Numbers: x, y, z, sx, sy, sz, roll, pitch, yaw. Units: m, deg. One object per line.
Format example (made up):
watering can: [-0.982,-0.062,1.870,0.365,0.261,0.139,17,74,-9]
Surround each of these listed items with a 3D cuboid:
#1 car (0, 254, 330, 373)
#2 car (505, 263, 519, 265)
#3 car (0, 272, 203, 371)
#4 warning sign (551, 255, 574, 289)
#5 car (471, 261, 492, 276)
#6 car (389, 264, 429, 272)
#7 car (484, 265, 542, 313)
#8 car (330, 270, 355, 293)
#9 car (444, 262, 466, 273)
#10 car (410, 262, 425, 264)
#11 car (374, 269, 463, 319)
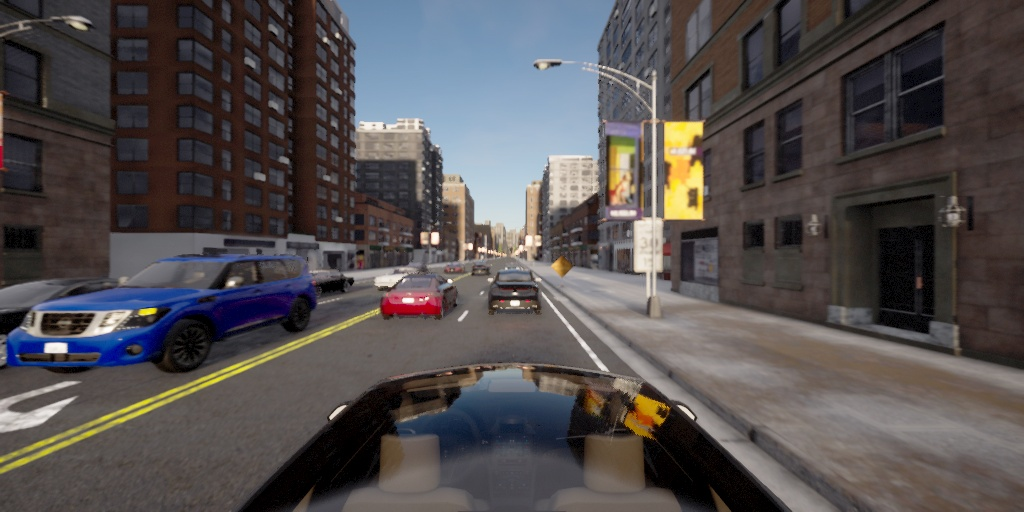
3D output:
car: [-6.589,0.975,7.929,2.150,2.045,5.566,0,0,0]
car: [0.007,1.383,39.284,1.895,1.301,4.718,0,0,0]
car: [-9.849,1.231,7.836,1.882,1.535,5.008,0,0,0]
warning sign: [2.846,0.878,20.425,1.300,1.860,1.060,0,0,0]
car: [-3.247,1.288,38.452,1.837,1.490,4.892,0,0,0]
car: [-6.602,1.365,21.681,1.895,1.301,4.718,0,0,0]
car: [0.097,1.262,13.896,1.837,1.490,4.892,0,0,0]
car: [-9.849,1.362,18.092,1.895,1.301,4.718,0,0,0]
car: [-6.518,1.349,41.225,1.994,1.385,4.181,0,0,0]
car: [-9.808,1.327,36.709,2.033,1.411,5.357,0,0,1]
car: [-3.154,1.321,12.919,1.994,1.385,4.181,0,0,0]
